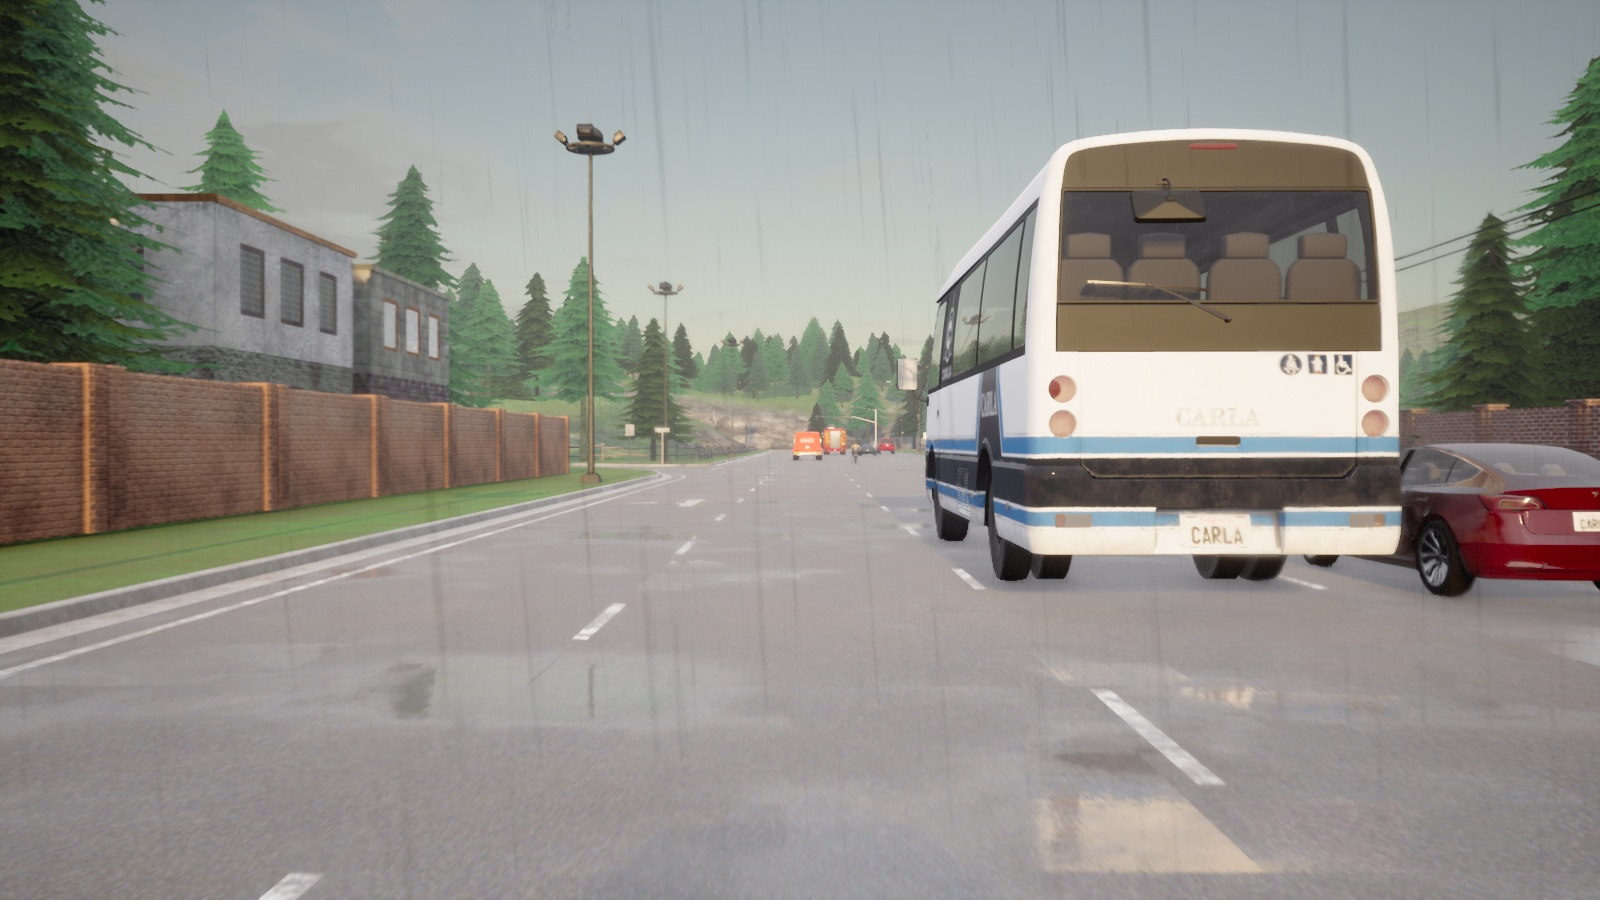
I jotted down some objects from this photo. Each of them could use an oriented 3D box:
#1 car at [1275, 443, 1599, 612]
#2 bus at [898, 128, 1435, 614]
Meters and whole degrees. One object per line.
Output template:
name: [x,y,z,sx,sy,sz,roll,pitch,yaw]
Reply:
car: [7.094,0.676,13.515,2.163,1.488,4.792,0,0,0]
bus: [3.610,-0.718,16.148,3.944,4.253,10.273,0,0,0]
